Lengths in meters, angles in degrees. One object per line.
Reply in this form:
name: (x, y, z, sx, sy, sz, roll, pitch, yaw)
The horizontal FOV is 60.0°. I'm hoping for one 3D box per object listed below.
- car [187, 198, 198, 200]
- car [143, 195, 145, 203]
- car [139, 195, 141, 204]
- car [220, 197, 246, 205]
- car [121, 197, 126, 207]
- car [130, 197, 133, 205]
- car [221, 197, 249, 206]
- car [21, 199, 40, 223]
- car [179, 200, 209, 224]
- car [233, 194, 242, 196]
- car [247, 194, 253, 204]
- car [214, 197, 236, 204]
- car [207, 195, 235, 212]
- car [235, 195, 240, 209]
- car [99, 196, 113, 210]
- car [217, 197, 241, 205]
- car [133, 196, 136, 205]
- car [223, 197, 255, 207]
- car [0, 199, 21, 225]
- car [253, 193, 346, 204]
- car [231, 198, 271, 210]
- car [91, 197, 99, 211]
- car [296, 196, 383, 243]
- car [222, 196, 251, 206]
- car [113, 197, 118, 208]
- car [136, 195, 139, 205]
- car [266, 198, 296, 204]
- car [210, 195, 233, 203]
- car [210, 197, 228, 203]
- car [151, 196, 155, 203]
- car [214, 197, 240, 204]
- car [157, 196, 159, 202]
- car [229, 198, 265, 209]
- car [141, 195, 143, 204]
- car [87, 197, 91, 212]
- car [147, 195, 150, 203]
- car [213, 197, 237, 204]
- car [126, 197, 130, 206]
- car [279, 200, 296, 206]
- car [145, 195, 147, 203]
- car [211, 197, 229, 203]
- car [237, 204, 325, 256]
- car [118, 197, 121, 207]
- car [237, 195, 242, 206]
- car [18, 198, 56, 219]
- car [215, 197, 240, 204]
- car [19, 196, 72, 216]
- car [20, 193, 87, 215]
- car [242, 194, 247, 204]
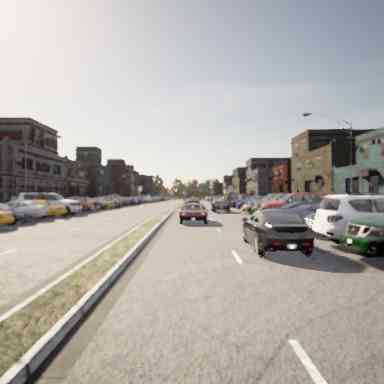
car: (0.081, 1.475, 41.095, 1.837, 1.490, 4.892, 0, 0, 0)
car: (-12.787, 1.832, 68.697, 4.792, 1.488, 2.163, 0, -1, 0)
car: (-12.772, 1.726, 63.265, 4.892, 1.521, 2.231, 0, -1, 0)
car: (7.609, 1.750, 62.636, 4.674, 1.452, 2.002, 0, -1, 0)
car: (-12.757, 1.571, 49.245, 4.792, 1.488, 2.163, 0, -1, 0)
car: (-12.772, 1.613, 54.803, 4.892, 1.521, 2.231, 0, -1, 0)
car: (7.642, 1.701, 59.842, 4.792, 1.488, 2.163, 0, -1, 0)
car: (-12.829, 1.365, 21.591, 4.674, 1.452, 2.002, 0, 0, 0)
car: (0.089, 1.456, 23.581, 1.895, 1.301, 4.718, 0, 0, 0)
car: (7.653, 1.317, 40.545, 4.553, 1.767, 2.185, 0, -1, 0)
car: (7.599, 1.085, 26.766, 5.566, 2.045, 2.435, 0, 0, 0)
car: (7.628, 1.944, 76.388, 4.792, 1.488, 2.163, 0, -1, 0)
car: (3.083, 1.414, 36.781, 2.128, 1.511, 4.902, 0, -1, 0)
car: (7.617, 1.412, 37.786, 5.008, 1.535, 2.097, 0, -1, 0)
car: (-12.805, 1.445, 41.033, 4.892, 1.521, 2.231, 0, -1, 0)
car: (7.580, 1.817, 68.112, 4.792, 1.488, 2.163, 0, -1, 0)
car: (-12.803, 1.677, 57.581, 4.792, 1.488, 2.163, 0, -1, 0)
car: (7.610, 1.601, 54.329, 5.008, 1.535, 2.097, 0, -1, 0)
car: (-13.016, 1.334, 18.820, 5.366, 1.575, 1.946, 0, 0, 0)
car: (7.601, 1.084, 24.013, 5.566, 2.045, 2.435, 0, 0, 0)
car: (7.649, 1.502, 43.301, 4.792, 1.488, 2.163, 0, -1, 0)
car: (-12.775, 1.255, 35.354, 4.553, 1.767, 2.185, 0, -1, 0)
car: (7.664, 1.239, 15.745, 4.553, 1.767, 2.185, 0, 0, 0)
car: (7.583, 1.510, 57.088, 4.553, 1.767, 2.185, 0, -1, 0)
car: (-12.980, 1.473, 43.813, 5.366, 1.575, 1.946, 0, -1, 0)
car: (-12.765, 1.687, 60.485, 5.008, 1.535, 2.097, 0, -1, 0)
car: (7.625, 1.337, 21.255, 5.008, 1.535, 2.097, 0, 0, 0)
car: (7.551, 1.801, 84.663, 5.566, 2.045, 2.435, 0, -1, 0)
car: (7.554, 2.201, 92.929, 5.008, 1.535, 2.097, 0, -1, 0)
car: (-12.766, 1.767, 82.718, 5.566, 2.045, 2.435, 0, -1, 0)
car: (7.422, 1.826, 70.870, 5.366, 1.575, 1.946, 0, -1, 0)
car: (-12.907, 2.204, 93.830, 5.366, 1.575, 1.946, 0, -1, 0)
car: (7.616, 1.543, 46.057, 4.674, 1.452, 2.002, 0, -1, 0)
car: (-12.760, 1.803, 65.918, 4.674, 1.452, 2.002, 0, -1, 0)
car: (-12.809, 1.395, 32.575, 4.674, 1.452, 2.002, 0, 0, 0)
car: (-12.743, 1.968, 77.031, 4.674, 1.452, 2.002, 0, -1, 0)
car: (7.778, 1.956, 79.147, 5.366, 1.575, 1.946, 0, -1, 0)
car: (-12.788, 1.576, 52.024, 5.008, 1.535, 2.097, 0, -1, 0)
car: (7.661, 1.380, 18.504, 4.792, 1.488, 2.163, 0, 0, 0)
car: (-12.761, 1.845, 71.476, 4.892, 1.521, 2.231, 0, -1, 0)
car: (7.568, 2.190, 90.171, 4.674, 1.452, 2.002, 0, -1, 0)
car: (3.095, 1.412, 12.700, 1.837, 1.490, 4.892, 0, 0, 0)
car: (-12.763, 1.382, 46.476, 4.553, 1.767, 2.185, 0, -1, 0)
car: (7.440, 1.359, 32.274, 5.366, 1.575, 1.946, 0, 0, 0)
car: (-12.820, 1.362, 24.249, 4.674, 1.452, 2.002, 0, 0, 0)
car: (7.791, 1.867, 73.633, 5.366, 1.575, 1.946, 0, -1, 0)
car: (-13.005, 1.324, 27.023, 5.366, 1.575, 1.946, 0, 0, 0)
car: (-12.786, 1.086, 29.802, 5.566, 2.045, 2.435, 0, 0, 0)
car: (7.598, 1.096, 29.523, 5.566, 2.045, 2.435, 0, 0, 0)
